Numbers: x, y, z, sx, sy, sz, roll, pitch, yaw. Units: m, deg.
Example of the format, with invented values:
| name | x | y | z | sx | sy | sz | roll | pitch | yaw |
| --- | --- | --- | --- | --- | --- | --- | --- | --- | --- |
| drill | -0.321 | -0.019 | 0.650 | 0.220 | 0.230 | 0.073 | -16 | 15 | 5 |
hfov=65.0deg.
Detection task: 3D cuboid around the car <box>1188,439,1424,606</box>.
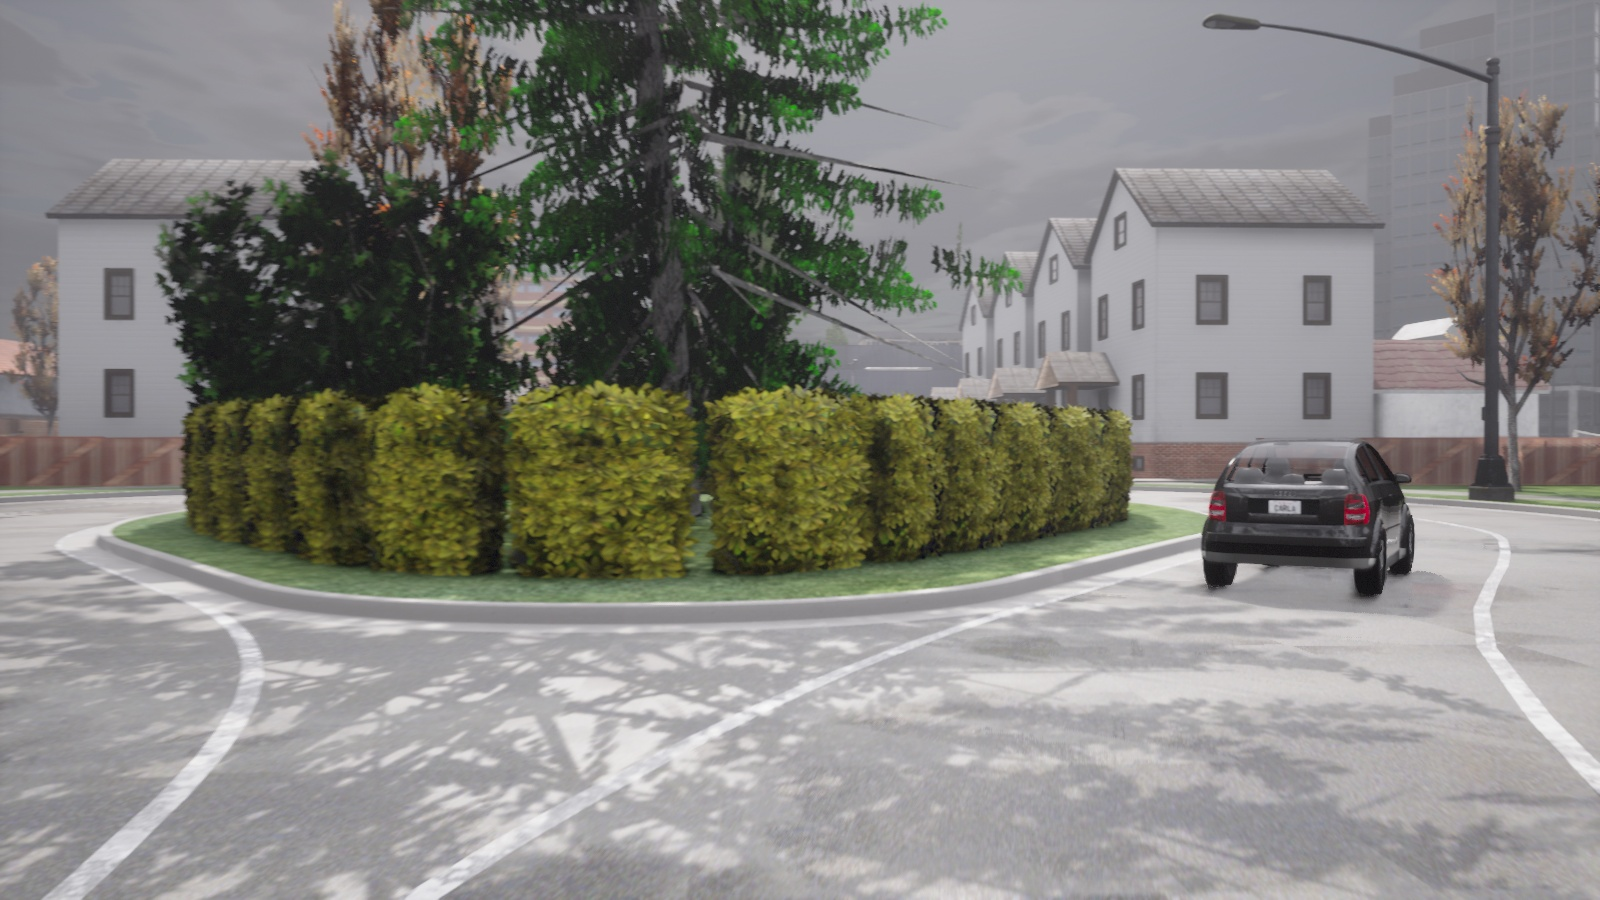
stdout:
| name | x | y | z | sx | sy | sz | roll | pitch | yaw |
| --- | --- | --- | --- | --- | --- | --- | --- | --- | --- |
| car | 5.636 | 0.661 | 13.726 | 1.789 | 1.549 | 3.705 | 0 | 0 | 32 |
